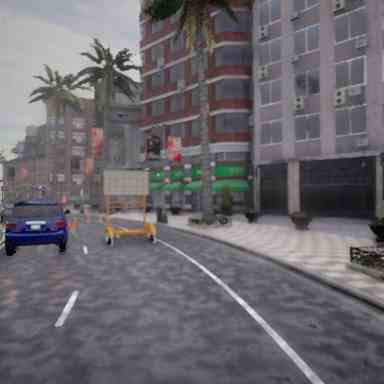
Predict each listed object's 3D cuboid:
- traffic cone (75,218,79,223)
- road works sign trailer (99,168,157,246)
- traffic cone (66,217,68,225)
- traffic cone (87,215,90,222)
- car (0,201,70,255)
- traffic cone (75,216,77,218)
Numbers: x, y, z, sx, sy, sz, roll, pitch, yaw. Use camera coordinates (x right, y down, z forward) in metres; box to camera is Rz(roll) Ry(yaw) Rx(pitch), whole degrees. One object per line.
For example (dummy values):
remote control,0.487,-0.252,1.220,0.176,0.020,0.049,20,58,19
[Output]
traffic cone,-7.803,2.192,21.975,0.340,0.580,0.340,0,-1,-27
road works sign trailer,-3.278,0.621,16.453,2.380,3.560,2.880,0,-1,-27
traffic cone,-8.721,2.213,23.752,0.340,0.580,0.340,0,-1,-27
traffic cone,-8.782,2.249,28.223,0.340,0.580,0.340,0,-1,-27
car,-6.630,1.391,14.596,2.150,2.045,5.566,0,-1,-21
traffic cone,-9.671,2.252,27.764,0.340,0.580,0.340,0,-1,-27
